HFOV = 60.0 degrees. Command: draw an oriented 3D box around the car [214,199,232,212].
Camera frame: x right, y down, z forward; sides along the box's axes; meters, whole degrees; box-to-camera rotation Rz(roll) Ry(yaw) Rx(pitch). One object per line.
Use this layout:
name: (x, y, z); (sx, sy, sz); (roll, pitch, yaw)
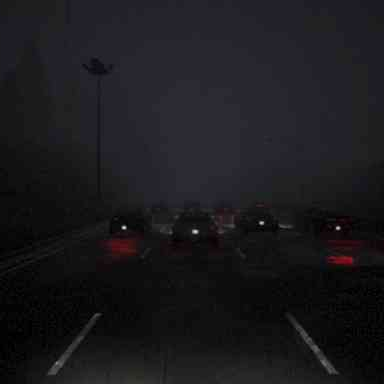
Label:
car: (3.471, 1.546, 36.521); (1.812, 1.442, 4.674); (0, 0, -1)

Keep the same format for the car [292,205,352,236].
car: (7.108, 1.517, 18.636); (1.837, 1.490, 4.892); (0, 0, 0)

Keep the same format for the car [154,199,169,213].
car: (-3.529, 1.544, 36.507); (1.812, 1.442, 4.674); (0, 0, -1)

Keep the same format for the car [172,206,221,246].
car: (0.124, 1.572, 15.365); (1.994, 1.385, 4.181); (0, 0, 0)

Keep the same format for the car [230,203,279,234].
car: (3.604, 1.575, 19.244); (1.994, 1.385, 4.181); (0, 0, 0)

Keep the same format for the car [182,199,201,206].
car: (-0.007, 1.510, 35.383); (2.128, 1.511, 4.902); (0, 0, 0)

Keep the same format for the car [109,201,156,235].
car: (-3.394, 1.514, 18.984); (1.837, 1.490, 4.892); (0, 0, 0)

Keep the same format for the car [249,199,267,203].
car: (6.992, 1.526, 35.523); (1.837, 1.490, 4.892); (0, 0, 0)
